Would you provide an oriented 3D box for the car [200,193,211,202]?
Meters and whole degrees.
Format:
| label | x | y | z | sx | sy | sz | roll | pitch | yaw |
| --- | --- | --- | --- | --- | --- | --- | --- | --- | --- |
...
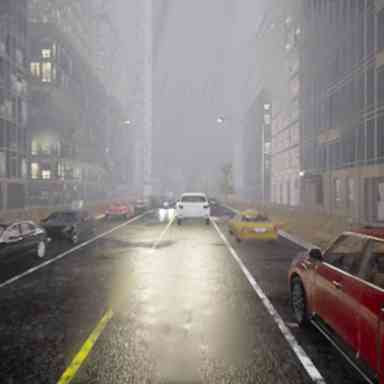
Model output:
| label | x | y | z | sx | sy | sz | roll | pitch | yaw |
| --- | --- | --- | --- | --- | --- | --- | --- | --- | --- |
| car | 2.661 | 1.079 | 66.482 | 1.967 | 1.590 | 4.097 | 0 | 0 | 0 |

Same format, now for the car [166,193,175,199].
| label | x | y | z | sx | sy | sz | roll | pitch | yaw |
| --- | --- | --- | --- | --- | --- | --- | --- | --- | --- |
| car | -5.731 | 1.068 | 89.262 | 1.947 | 1.339 | 4.313 | 0 | 0 | 0 |

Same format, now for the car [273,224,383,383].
| label | x | y | z | sx | sy | sz | roll | pitch | yaw |
| --- | --- | --- | --- | --- | --- | --- | --- | --- | --- |
| car | 2.693 | 1.296 | 3.870 | 2.192 | 1.841 | 5.009 | 0 | 0 | 0 |

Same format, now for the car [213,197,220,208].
| label | x | y | z | sx | sy | sz | roll | pitch | yaw |
| --- | --- | --- | --- | --- | --- | --- | --- | --- | --- |
| car | 2.672 | 1.335 | 43.716 | 1.947 | 1.339 | 4.313 | 0 | 0 | 0 |

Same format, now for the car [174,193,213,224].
| label | x | y | z | sx | sy | sz | roll | pitch | yaw |
| --- | --- | --- | --- | --- | --- | --- | --- | --- | --- |
| car | 0.098 | 1.101 | 23.800 | 2.150 | 2.045 | 5.566 | 0 | 1 | 0 |

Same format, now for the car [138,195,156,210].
| label | x | y | z | sx | sy | sz | roll | pitch | yaw |
| --- | --- | --- | --- | --- | --- | --- | --- | --- | --- |
| car | -5.706 | 1.350 | 38.032 | 2.008 | 1.369 | 4.403 | 0 | 0 | 0 |

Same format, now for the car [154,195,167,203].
| label | x | y | z | sx | sy | sz | roll | pitch | yaw |
| --- | --- | --- | --- | --- | --- | --- | --- | --- | --- |
| car | -5.717 | 1.253 | 60.801 | 1.802 | 1.307 | 4.206 | 0 | 0 | 0 |

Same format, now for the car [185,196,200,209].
| label | x | y | z | sx | sy | sz | roll | pitch | yaw |
| --- | --- | --- | --- | --- | --- | --- | --- | --- | --- |
| car | 0.079 | 1.304 | 41.896 | 1.812 | 1.442 | 4.674 | 0 | 0 | 0 |

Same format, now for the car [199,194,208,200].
| label | x | y | z | sx | sy | sz | roll | pitch | yaw |
| --- | --- | --- | --- | --- | --- | --- | --- | --- | --- |
| car | 2.655 | 1.153 | 77.867 | 1.802 | 1.307 | 4.206 | 0 | 0 | 0 |

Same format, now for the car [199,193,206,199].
| label | x | y | z | sx | sy | sz | roll | pitch | yaw |
| --- | --- | --- | --- | --- | --- | --- | --- | --- | --- |
| car | 2.652 | 1.061 | 83.728 | 1.752 | 1.417 | 4.829 | 0 | 0 | 0 |

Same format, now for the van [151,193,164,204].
| label | x | y | z | sx | sy | sz | roll | pitch | yaw |
| --- | --- | --- | --- | --- | --- | --- | --- | --- | --- |
| van | -5.713 | 1.045 | 55.108 | 1.690 | 1.788 | 3.998 | 0 | 0 | 0 |

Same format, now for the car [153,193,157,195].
| label | x | y | z | sx | sy | sz | roll | pitch | yaw |
| --- | --- | --- | --- | --- | --- | --- | --- | --- | --- |
| car | -5.712 | 1.281 | 49.416 | 1.887 | 1.381 | 4.507 | 0 | 0 | 0 |

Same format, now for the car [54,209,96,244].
| label | x | y | z | sx | sy | sz | roll | pitch | yaw |
| --- | --- | --- | --- | --- | --- | --- | --- | --- | --- |
| car | -5.695 | 1.488 | 15.264 | 1.947 | 1.339 | 4.313 | 0 | 0 | 0 |

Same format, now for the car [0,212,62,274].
| label | x | y | z | sx | sy | sz | roll | pitch | yaw |
| --- | --- | --- | --- | --- | --- | --- | --- | --- | --- |
| car | -5.692 | 1.502 | 9.571 | 2.008 | 1.369 | 4.403 | 0 | 0 | 0 |

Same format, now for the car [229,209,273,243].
| label | x | y | z | sx | sy | sz | roll | pitch | yaw |
| --- | --- | --- | --- | --- | --- | --- | --- | --- | --- |
| car | 2.686 | 1.447 | 15.425 | 1.752 | 1.417 | 4.829 | 0 | 0 | 0 |

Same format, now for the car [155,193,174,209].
| label | x | y | z | sx | sy | sz | roll | pitch | yaw |
| --- | --- | --- | --- | --- | --- | --- | --- | --- | --- |
| car | -3.080 | 1.271 | 41.994 | 2.128 | 1.511 | 4.902 | 0 | 0 | 0 |

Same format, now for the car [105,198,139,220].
| label | x | y | z | sx | sy | sz | roll | pitch | yaw |
| --- | --- | --- | --- | --- | --- | --- | --- | --- | --- |
| car | -5.700 | 1.444 | 26.647 | 1.802 | 1.307 | 4.206 | 0 | 0 | 0 |

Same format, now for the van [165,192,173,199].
| label | x | y | z | sx | sy | sz | roll | pitch | yaw |
| --- | --- | --- | --- | --- | --- | --- | --- | --- | --- |
| van | -5.727 | 0.877 | 83.568 | 1.690 | 1.788 | 3.998 | 0 | 0 | 0 |
